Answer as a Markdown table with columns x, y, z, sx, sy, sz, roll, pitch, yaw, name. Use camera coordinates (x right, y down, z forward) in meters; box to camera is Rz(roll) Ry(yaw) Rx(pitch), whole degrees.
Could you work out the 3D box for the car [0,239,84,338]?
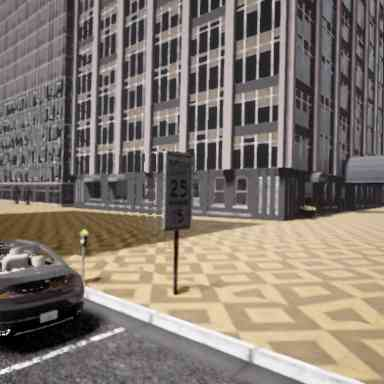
| x | y | z | sx | sy | sz | roll | pitch | yaw | name |
| --- | --- | --- | --- | --- | --- | --- | --- | --- | --- |
| -3.741 | 1.565 | 6.270 | 4.403 | 1.369 | 2.008 | 0 | 0 | 41 | car |
